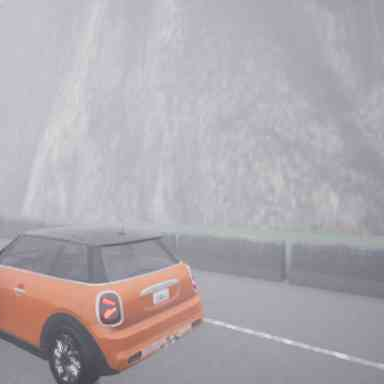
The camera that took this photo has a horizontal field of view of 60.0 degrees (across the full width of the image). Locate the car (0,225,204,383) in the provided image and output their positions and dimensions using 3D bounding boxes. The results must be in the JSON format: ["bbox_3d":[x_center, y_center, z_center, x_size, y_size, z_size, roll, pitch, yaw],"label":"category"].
[{"bbox_3d":[-2.123,1.351,5.487,4.553,1.767,2.097,0,0,36],"label":"car"}]
